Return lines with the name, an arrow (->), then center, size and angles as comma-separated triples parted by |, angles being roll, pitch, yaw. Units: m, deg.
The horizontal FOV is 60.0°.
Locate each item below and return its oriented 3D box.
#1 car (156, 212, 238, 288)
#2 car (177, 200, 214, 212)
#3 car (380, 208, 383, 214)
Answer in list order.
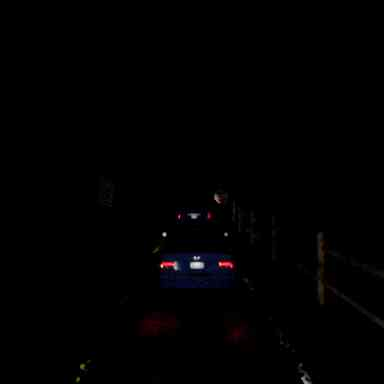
car -> 0.096, 1.530, 9.255 | 2.033, 1.411, 5.357 | 0, 0, 0
car -> 0.193, 1.315, 19.441 | 2.097, 1.767, 4.553 | 0, 0, 2
car -> 22.050, 1.943, 34.172 | 4.718, 1.301, 1.895 | 1, 0, 1
